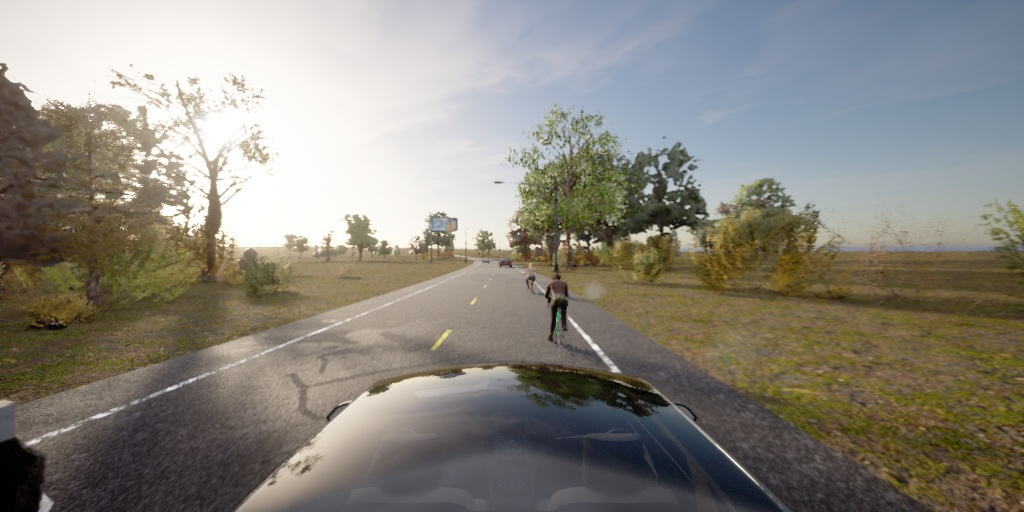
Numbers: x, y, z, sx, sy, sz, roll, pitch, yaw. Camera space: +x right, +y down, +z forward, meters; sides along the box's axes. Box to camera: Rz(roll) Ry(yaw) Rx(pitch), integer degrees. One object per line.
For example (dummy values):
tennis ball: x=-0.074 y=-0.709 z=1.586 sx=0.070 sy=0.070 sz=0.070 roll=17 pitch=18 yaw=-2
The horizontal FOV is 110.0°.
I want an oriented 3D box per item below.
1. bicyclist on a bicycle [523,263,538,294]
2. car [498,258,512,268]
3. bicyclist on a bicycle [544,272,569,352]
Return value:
bicyclist on a bicycle: x=0.999 y=1.174 z=19.190 sx=0.866 sy=1.612 sz=1.509 roll=0 pitch=0 yaw=0
car: x=-1.137 y=1.052 z=62.243 sx=2.097 sy=1.767 sz=4.553 roll=0 pitch=0 yaw=-3
bicyclist on a bicycle: x=1.010 y=1.196 z=7.964 sx=0.582 sy=1.620 sz=1.656 roll=0 pitch=0 yaw=0
